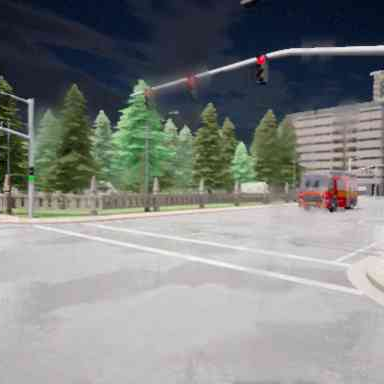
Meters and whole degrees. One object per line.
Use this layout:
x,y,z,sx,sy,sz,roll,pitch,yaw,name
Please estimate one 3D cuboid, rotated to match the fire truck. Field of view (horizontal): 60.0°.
13.745,-0.049,33.151,2.891,3.827,8.468,1,1,43,fire truck
